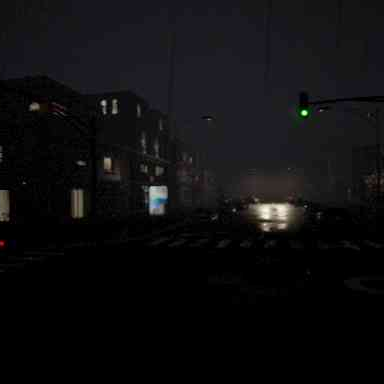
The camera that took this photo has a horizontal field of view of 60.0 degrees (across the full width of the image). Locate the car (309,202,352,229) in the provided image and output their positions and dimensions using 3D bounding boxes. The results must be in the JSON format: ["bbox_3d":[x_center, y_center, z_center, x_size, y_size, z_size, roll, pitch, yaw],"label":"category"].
[{"bbox_3d":[8.934,1.569,21.239,1.947,1.339,4.313,-1,0,14],"label":"car"}]

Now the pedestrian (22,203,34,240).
[{"bbox_3d":[-8.026,1.435,16.333,0.375,1.860,0.375,-1,-1,15],"label":"pedestrian"}]

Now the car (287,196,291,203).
[{"bbox_3d":[18.356,1.581,58.726,1.967,1.590,4.097,-1,0,14],"label":"car"}]

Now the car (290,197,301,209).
[{"bbox_3d":[15.665,1.651,48.016,2.008,1.369,4.403,-1,0,14],"label":"car"}]

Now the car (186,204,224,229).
[{"bbox_3d":[0.812,1.768,23.294,1.802,1.307,4.206,-1,0,14],"label":"car"}]

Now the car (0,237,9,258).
[{"bbox_3d":[-8.795,1.788,11.026,5.357,1.411,2.033,-1,-1,16],"label":"car"}]

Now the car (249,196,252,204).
[{"bbox_3d":[7.501,1.808,49.906,1.752,1.417,4.829,-1,0,14],"label":"car"}]

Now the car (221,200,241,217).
[{"bbox_3d":[3.503,1.775,34.004,2.008,1.369,4.403,-1,0,14],"label":"car"}]

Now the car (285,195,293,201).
[{"bbox_3d":[26.434,1.711,90.857,1.967,1.590,4.097,-1,0,14],"label":"car"}]

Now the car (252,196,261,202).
[{"bbox_3d":[16.965,1.872,87.559,1.967,1.590,4.097,-1,0,14],"label":"car"}]

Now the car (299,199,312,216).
[{"bbox_3d":[11.626,1.623,31.948,1.802,1.307,4.206,-1,0,14],"label":"car"}]

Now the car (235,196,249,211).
[{"bbox_3d":[6.194,1.704,44.716,1.967,1.590,4.097,-1,0,14],"label":"car"}]

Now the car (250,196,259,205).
[{"bbox_3d":[11.578,1.660,66.139,2.192,1.841,5.009,-1,0,14],"label":"car"}]
